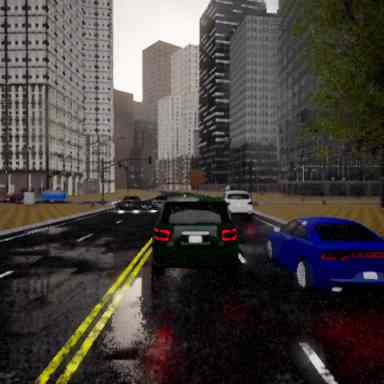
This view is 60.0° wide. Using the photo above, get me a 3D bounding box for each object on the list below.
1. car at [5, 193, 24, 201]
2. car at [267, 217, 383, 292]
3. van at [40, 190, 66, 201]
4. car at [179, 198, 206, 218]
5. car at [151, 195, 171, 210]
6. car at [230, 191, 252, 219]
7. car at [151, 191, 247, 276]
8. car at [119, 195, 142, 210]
[{"bbox_3d":[-28.301,0.777,54.709,4.507,1.381,1.887,0,1,1],"label":"car"},{"bbox_3d":[3.332,1.386,8.690,1.882,1.535,5.008,0,1,0],"label":"car"},{"bbox_3d":[-22.762,0.600,54.671,3.998,1.788,1.690,0,1,1],"label":"van"},{"bbox_3d":[0.046,1.272,27.153,1.994,1.385,4.181,0,1,0],"label":"car"},{"bbox_3d":[-3.339,1.126,36.625,1.812,1.442,4.674,0,0,0],"label":"car"},{"bbox_3d":[3.297,0.940,26.131,2.150,2.045,5.566,0,1,0],"label":"car"},{"bbox_3d":[0.079,1.116,10.163,2.150,2.045,5.566,0,1,0],"label":"car"},{"bbox_3d":[-6.592,1.111,36.315,1.837,1.490,4.892,0,0,0],"label":"car"}]
